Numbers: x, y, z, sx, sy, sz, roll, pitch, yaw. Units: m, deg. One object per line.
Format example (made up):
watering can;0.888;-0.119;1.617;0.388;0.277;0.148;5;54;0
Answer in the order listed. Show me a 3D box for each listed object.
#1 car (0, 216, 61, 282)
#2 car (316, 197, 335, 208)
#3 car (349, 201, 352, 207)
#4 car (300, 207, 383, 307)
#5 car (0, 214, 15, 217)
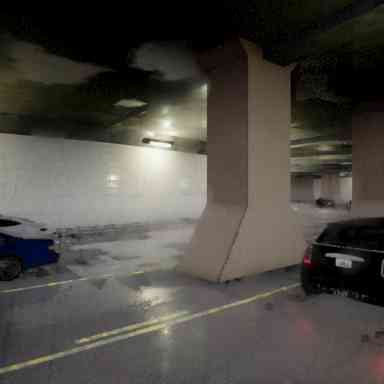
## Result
car;-6.193;1.547;8.255;5.357;1.411;2.033;0;0;-36
car;19.435;1.491;48.523;2.128;1.511;4.902;0;0;9
car;21.840;1.547;43.497;2.033;1.411;5.357;0;0;18
car;4.489;1.355;7.659;4.553;1.767;2.097;0;0;-40
car;-7.462;1.526;11.713;4.674;1.442;1.812;0;0;-37
